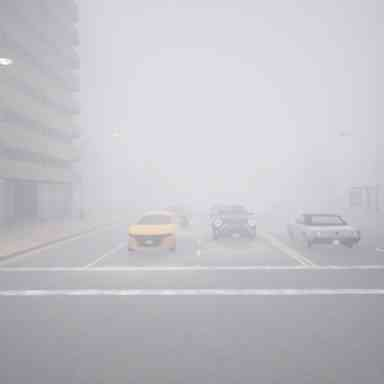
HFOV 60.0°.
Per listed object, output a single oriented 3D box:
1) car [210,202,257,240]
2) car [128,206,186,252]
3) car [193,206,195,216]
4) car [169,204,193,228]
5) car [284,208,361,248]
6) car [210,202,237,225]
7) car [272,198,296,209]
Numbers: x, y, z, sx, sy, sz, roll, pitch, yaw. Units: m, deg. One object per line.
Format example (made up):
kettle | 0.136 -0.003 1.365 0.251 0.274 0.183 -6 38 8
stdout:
car | 2.106 1.454 17.647 2.097 1.767 4.553 -1 0 2
car | -1.500 1.615 14.850 1.882 1.535 5.008 -1 0 2
car | -0.729 1.867 34.248 1.895 1.301 4.718 -1 0 3
car | -1.137 1.677 24.186 1.882 1.535 5.008 -1 0 2
car | 5.629 1.630 14.909 1.895 1.301 4.718 -1 0 3
car | 2.463 1.641 26.848 1.882 1.535 5.008 -1 0 2
car | 13.192 1.628 47.429 2.128 1.511 4.902 -1 0 40
